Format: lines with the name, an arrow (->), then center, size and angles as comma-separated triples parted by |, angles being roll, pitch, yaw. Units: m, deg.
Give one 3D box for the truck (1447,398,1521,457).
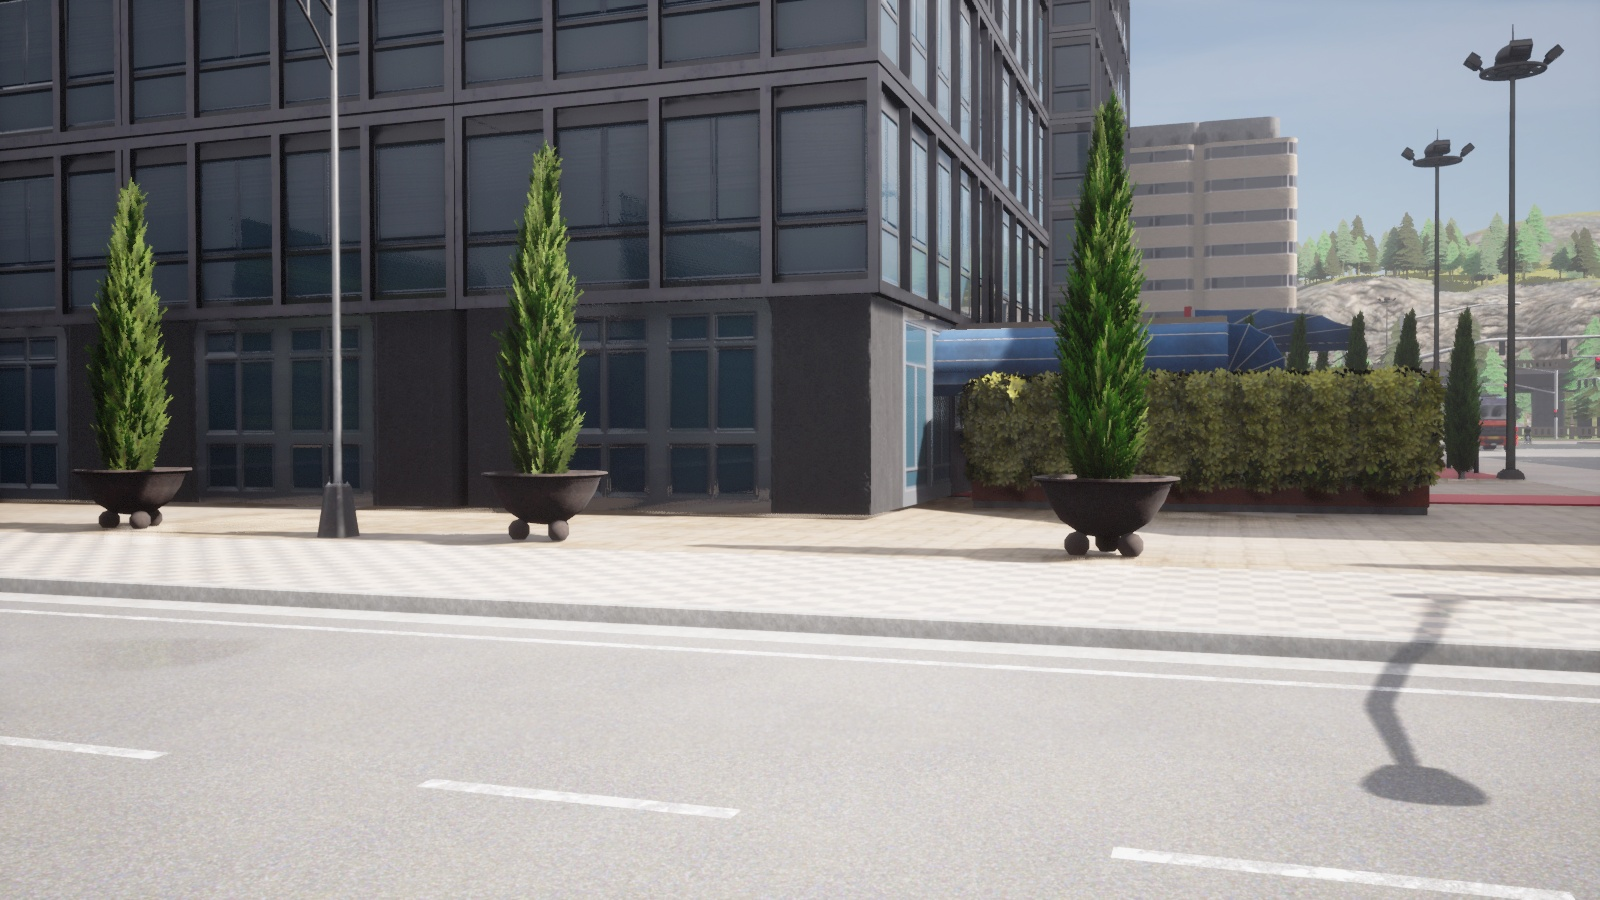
truck -> 46.250, -1.528, 85.177 | 2.891, 3.827, 8.468 | 1, 1, 18
